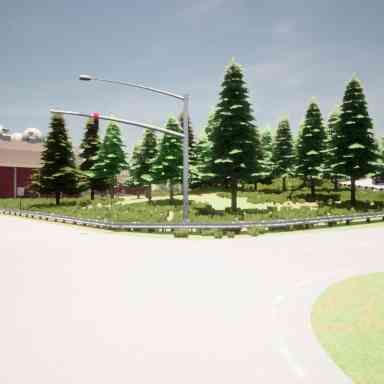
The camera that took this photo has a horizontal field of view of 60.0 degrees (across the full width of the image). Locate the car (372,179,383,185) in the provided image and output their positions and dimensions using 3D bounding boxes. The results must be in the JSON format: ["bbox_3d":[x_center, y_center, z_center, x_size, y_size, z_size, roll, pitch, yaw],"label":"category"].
[{"bbox_3d":[29.087,-1.912,51.437,1.837,1.490,4.892,0,5,21],"label":"car"}]
